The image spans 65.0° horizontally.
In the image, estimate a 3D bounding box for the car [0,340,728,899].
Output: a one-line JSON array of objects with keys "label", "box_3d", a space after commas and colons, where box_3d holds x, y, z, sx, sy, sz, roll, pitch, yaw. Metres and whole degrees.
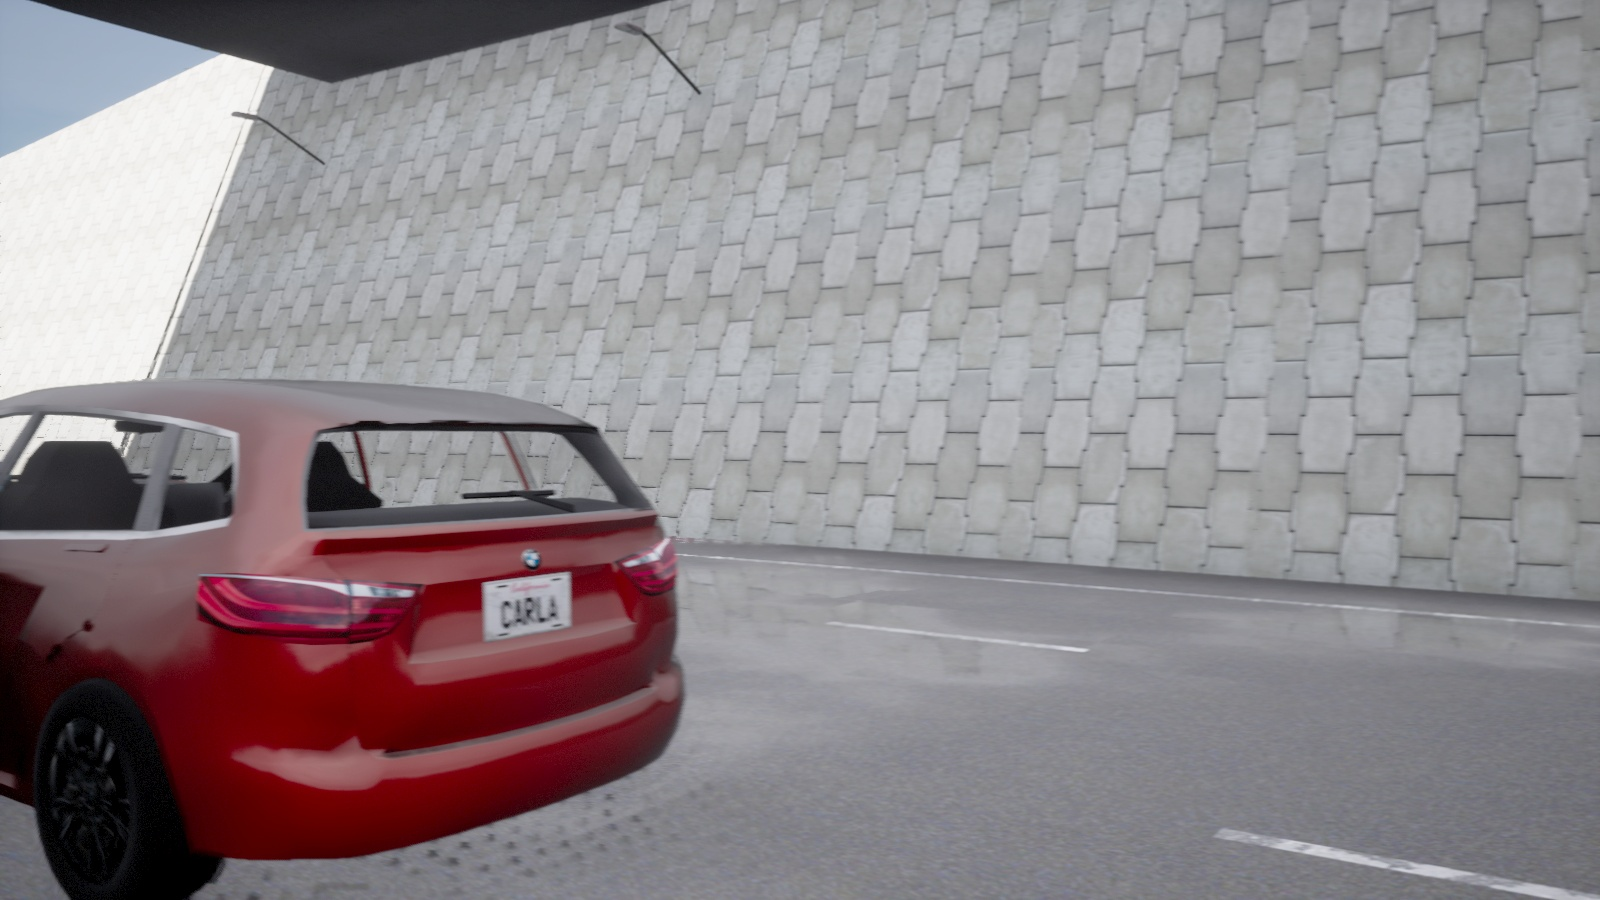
[{"label": "car", "box_3d": [-2.845, 0.526, 5.511, 4.611, 1.667, 2.242, 0, 1, 34]}]
